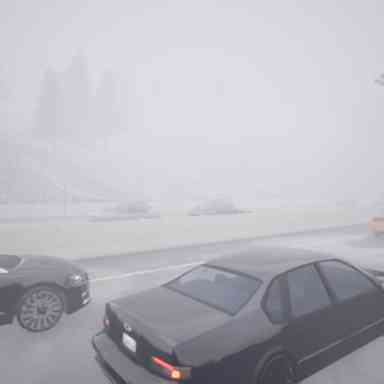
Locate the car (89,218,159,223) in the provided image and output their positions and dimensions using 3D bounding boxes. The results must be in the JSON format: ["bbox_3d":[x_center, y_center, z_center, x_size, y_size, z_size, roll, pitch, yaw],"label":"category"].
[{"bbox_3d":[-4.594,1.644,22.519,4.718,1.301,1.895,0,0,-38],"label":"car"}]

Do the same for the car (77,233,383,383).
[{"bbox_3d":[1.378,1.553,4.844,5.357,1.411,2.033,0,0,-37],"label":"car"}]

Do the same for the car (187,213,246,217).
[{"bbox_3d":[1.880,1.633,23.100,4.718,1.301,1.895,0,0,-38],"label":"car"}]

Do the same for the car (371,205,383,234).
[{"bbox_3d":[10.791,1.483,16.476,5.008,1.535,1.882,0,0,-38],"label":"car"}]

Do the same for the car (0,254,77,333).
[{"bbox_3d":[-4.130,1.508,5.201,4.902,1.511,2.128,0,0,-35],"label":"car"}]

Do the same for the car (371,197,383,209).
[{"bbox_3d":[27.852,1.513,47.599,4.902,1.511,2.128,0,0,-37],"label":"car"}]
